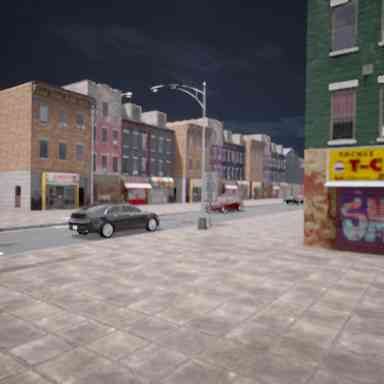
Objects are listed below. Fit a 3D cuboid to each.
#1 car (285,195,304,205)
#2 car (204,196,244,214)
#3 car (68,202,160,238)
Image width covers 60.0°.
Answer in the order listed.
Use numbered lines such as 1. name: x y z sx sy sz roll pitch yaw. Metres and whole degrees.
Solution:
1. car: 14.666 1.135 46.396 1.895 1.301 4.718 1 1 36
2. car: 2.917 1.099 30.176 1.882 1.535 5.008 1 1 36
3. car: -3.596 1.263 16.213 1.837 1.490 4.892 1 1 36
